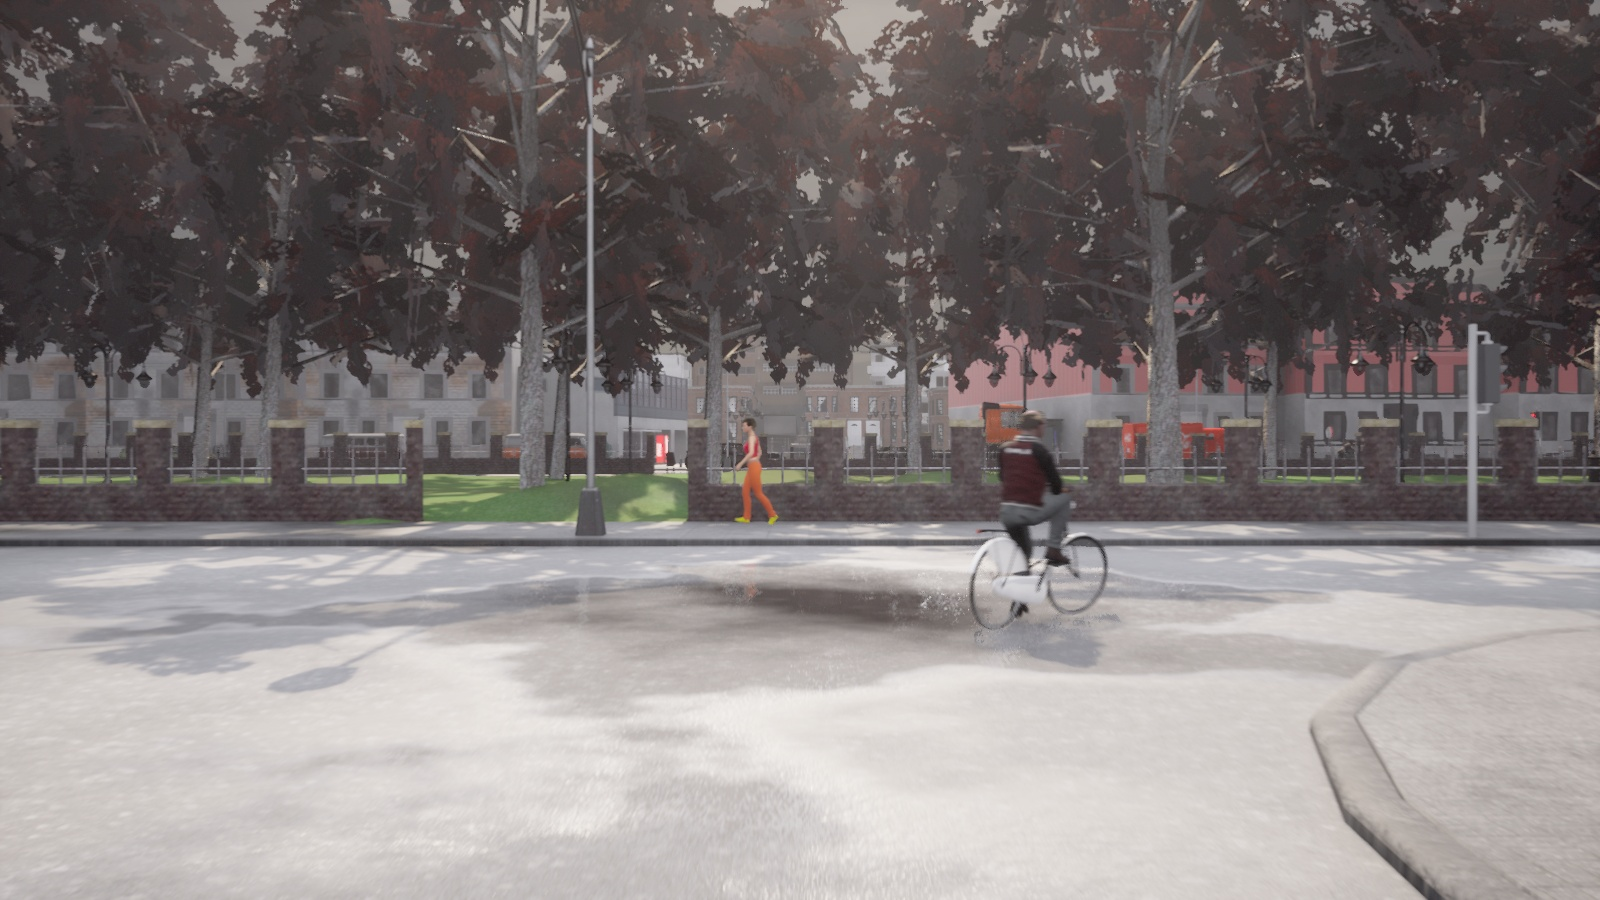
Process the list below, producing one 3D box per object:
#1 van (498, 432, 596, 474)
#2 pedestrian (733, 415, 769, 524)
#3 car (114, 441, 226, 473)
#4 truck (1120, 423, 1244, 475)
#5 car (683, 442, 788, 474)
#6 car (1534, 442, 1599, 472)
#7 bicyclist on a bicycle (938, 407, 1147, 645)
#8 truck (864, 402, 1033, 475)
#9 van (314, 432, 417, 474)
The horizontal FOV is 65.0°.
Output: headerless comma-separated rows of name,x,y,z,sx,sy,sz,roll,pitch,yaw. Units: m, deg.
van,-12.308,0.143,61.344,4.442,1.987,1.775,0,0,0
pedestrian,-0.838,0.335,21.358,0.594,1.836,0.345,0,0,0
car,-30.767,0.321,61.410,4.514,1.525,2.007,0,0,0
truck,18.552,-0.070,61.198,5.204,2.467,2.627,0,0,0
car,-3.128,0.376,61.303,5.008,1.535,1.882,0,0,0
car,40.975,0.370,64.868,4.902,1.511,2.128,0,0,14
bicyclist on a bicycle,2.022,0.560,10.312,1.843,1.776,0.659,-1,4,-44
truck,7.142,-0.575,61.249,7.936,3.462,2.891,0,0,0
van,-21.197,0.136,61.377,4.442,1.987,1.775,0,0,0
